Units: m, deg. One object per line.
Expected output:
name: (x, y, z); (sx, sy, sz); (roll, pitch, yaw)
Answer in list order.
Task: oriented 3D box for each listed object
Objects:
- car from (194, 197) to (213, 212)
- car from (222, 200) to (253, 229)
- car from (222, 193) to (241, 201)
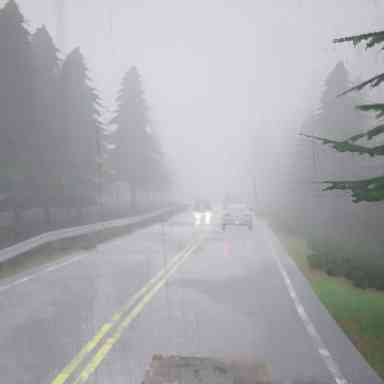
car: (1.296, 1.357, 37.503); (2.128, 1.511, 4.902); (1, 0, 5)
car: (2.889, 1.490, 21.201); (1.812, 1.442, 4.674); (1, 0, 8)
car: (5.099, 1.112, 42.768); (2.150, 2.045, 5.566); (1, 0, 4)
